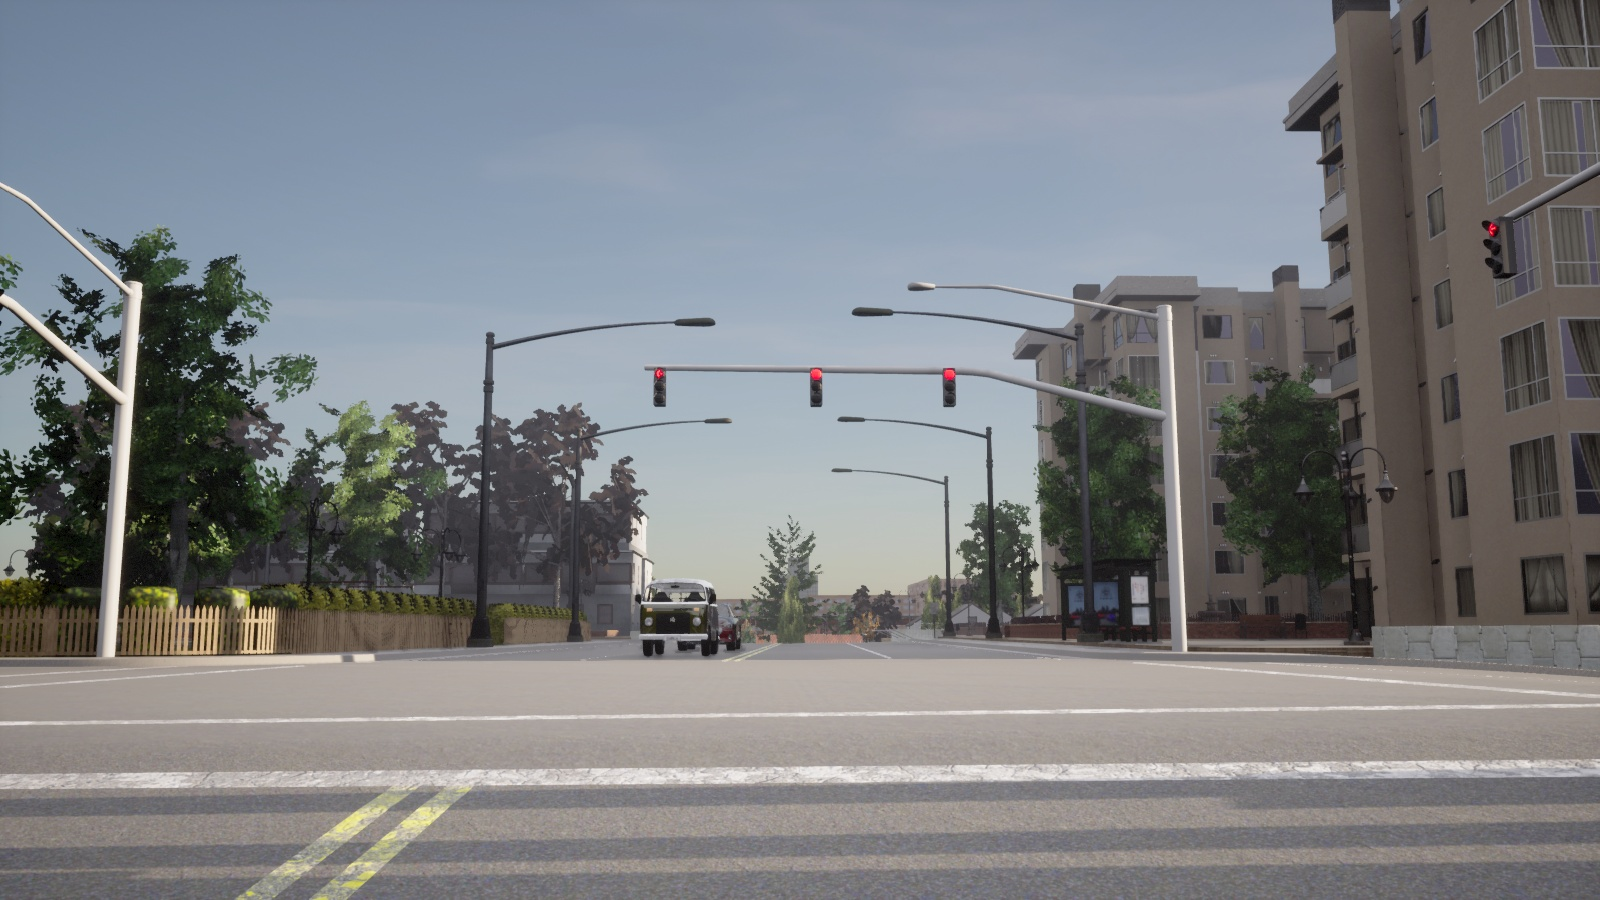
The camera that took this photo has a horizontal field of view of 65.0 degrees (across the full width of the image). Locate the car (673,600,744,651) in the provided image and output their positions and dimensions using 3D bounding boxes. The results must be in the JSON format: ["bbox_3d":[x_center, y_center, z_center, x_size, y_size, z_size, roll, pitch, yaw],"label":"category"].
[{"bbox_3d":[-3.069,6.025,43.031,2.033,1.649,4.856,0,-8,0],"label":"car"}]

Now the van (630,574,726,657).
[{"bbox_3d":[-3.164,4.443,33.519,2.069,2.038,4.480,0,-8,1],"label":"van"}]
